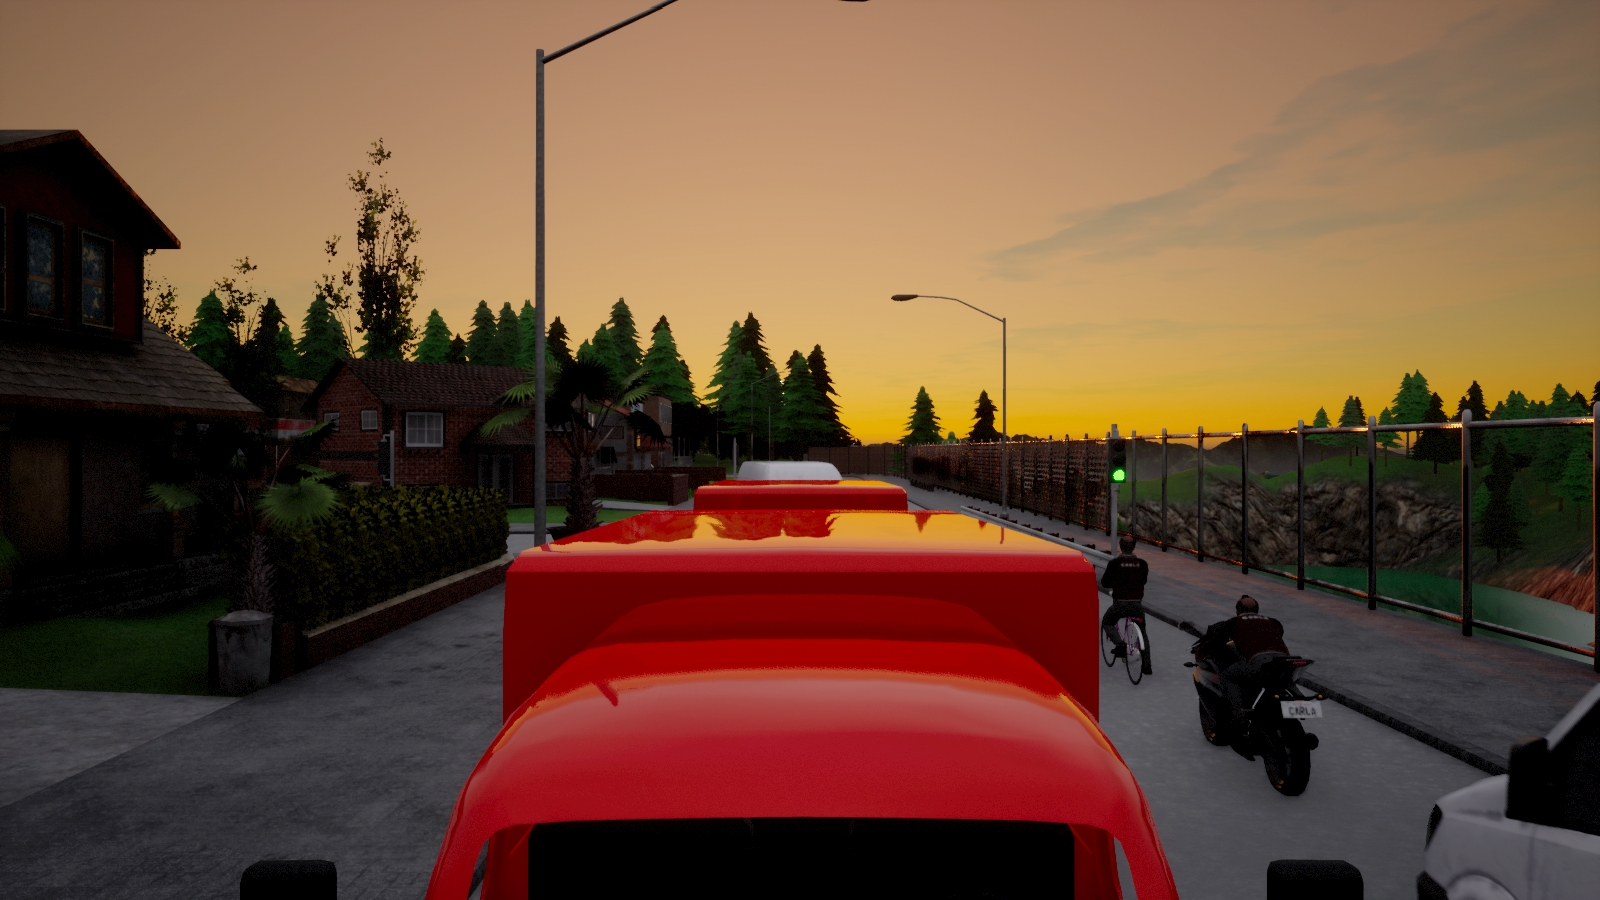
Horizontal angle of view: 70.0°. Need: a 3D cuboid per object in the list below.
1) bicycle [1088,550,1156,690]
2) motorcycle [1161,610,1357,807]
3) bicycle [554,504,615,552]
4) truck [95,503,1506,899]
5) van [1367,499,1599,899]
[{"bbox_3d":[3.986,2.066,14.242,0.329,1.471,1.835,0,0,0],"label":"bicycle"},{"bbox_3d":[4.000,2.210,10.191,0.867,1.251,2.209,0,0,0],"label":"motorcycle"},{"bbox_3d":[-6.027,2.170,32.019,1.487,1.276,0.859,0,0,8],"label":"bicycle"},{"bbox_3d":[-0.001,1.570,4.728,2.627,2.467,5.204,0,0,0],"label":"truck"},{"bbox_3d":[3.998,1.536,3.089,1.988,2.561,5.915,0,0,0],"label":"van"}]
